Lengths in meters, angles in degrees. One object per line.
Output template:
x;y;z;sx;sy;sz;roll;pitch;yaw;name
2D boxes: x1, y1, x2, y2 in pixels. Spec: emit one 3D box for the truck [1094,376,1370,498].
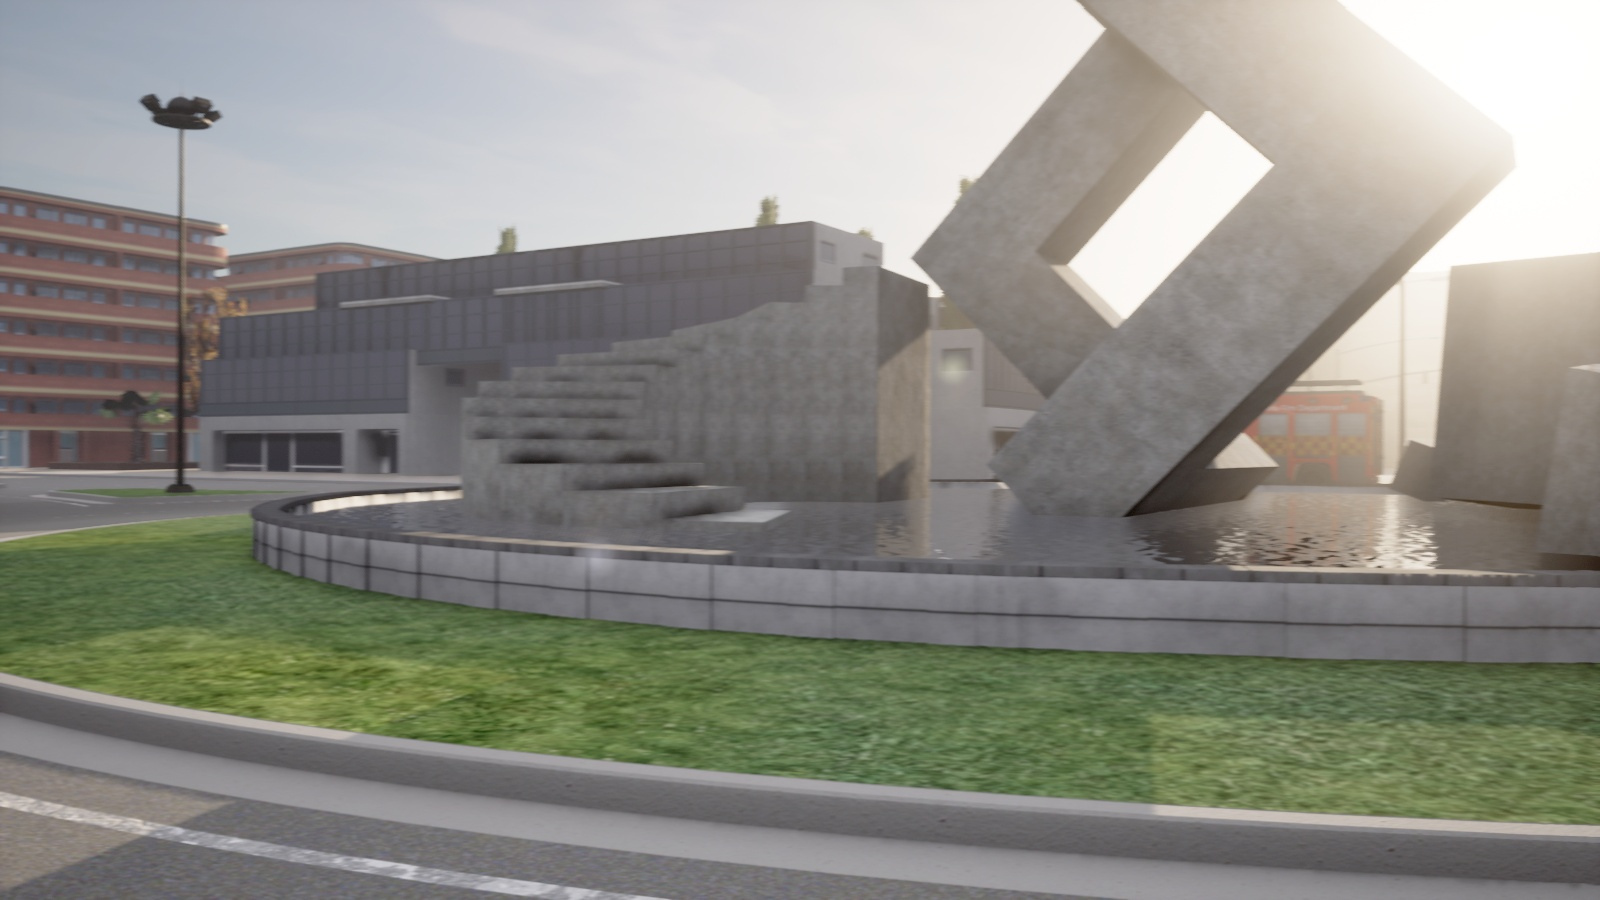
14.599;-0.402;42.716;8.468;3.827;2.891;0;0;30;truck
